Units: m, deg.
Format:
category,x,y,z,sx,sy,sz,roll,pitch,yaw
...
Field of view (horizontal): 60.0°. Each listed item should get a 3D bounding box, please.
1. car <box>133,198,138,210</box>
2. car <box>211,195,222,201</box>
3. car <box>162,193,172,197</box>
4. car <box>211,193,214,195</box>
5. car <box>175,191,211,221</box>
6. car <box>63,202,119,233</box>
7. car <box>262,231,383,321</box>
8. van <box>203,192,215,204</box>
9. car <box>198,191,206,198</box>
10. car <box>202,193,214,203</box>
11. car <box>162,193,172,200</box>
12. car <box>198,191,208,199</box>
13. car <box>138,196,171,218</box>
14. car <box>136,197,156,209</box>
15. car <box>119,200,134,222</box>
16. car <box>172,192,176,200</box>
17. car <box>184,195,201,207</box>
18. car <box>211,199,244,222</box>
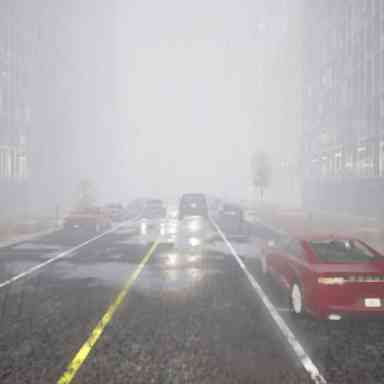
category,x,y,z,sx,sy,sz,roll,pitch,yaw
car,-5.672,1.310,35.658,1.887,1.381,4.507,0,0,0
car,2.709,1.331,35.646,1.947,1.339,4.313,0,0,0
car,-5.655,1.040,69.643,1.752,1.417,4.829,0,0,0
car,2.714,1.250,47.030,1.947,1.339,4.313,0,0,0
car,0.107,1.057,25.856,2.150,2.045,5.566,0,1,0
car,-5.680,1.426,18.580,1.887,1.381,4.507,0,0,0
car,2.695,1.500,7.186,1.887,1.381,4.507,0,0,0
van,2.718,0.984,52.723,1.690,1.788,3.998,0,0,0
car,2.737,0.648,92.566,2.192,1.841,5.009,0,0,0
car,2.720,1.041,58.414,1.967,1.590,4.097,0,0,0
car,-5.653,1.019,75.507,2.008,1.369,4.403,0,0,0
car,2.732,0.739,81.181,2.192,1.841,5.009,0,0,0
car,-3.085,1.322,28.101,1.837,1.490,4.892,0,0,0
car,-5.669,1.291,41.351,1.947,1.339,4.313,0,0,0
car,-5.677,1.425,24.274,1.802,1.307,4.206,0,0,0
car,-2.968,0.858,70.331,2.097,1.767,4.553,0,0,0
car,0.078,1.189,45.069,2.128,1.511,4.902,0,0,0
car,2.703,1.409,24.262,1.947,1.339,4.313,0,0,0
